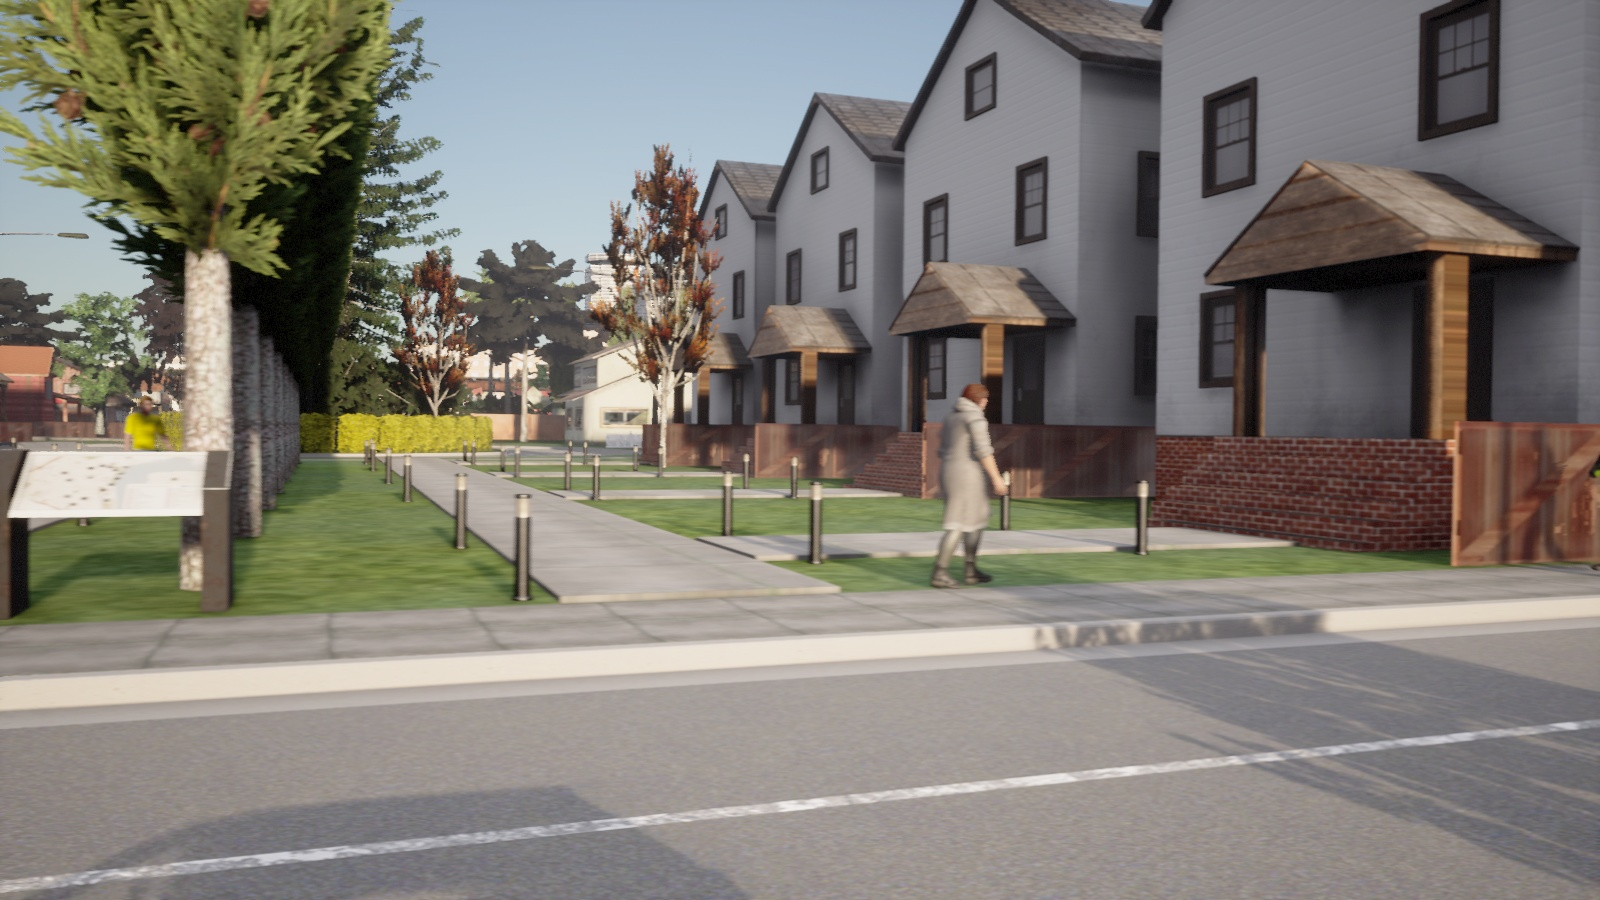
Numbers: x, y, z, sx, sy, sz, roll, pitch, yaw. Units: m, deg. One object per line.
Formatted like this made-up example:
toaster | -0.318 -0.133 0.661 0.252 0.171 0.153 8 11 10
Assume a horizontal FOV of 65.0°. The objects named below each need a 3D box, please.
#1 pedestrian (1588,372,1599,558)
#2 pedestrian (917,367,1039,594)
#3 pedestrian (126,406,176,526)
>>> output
pedestrian | 8.662 0.151 13.090 0.692 1.930 0.395 -1 1 -15
pedestrian | 1.580 0.255 11.223 0.873 1.952 0.659 -1 1 -15
pedestrian | -10.107 0.245 19.551 0.706 1.836 0.354 0 1 33
